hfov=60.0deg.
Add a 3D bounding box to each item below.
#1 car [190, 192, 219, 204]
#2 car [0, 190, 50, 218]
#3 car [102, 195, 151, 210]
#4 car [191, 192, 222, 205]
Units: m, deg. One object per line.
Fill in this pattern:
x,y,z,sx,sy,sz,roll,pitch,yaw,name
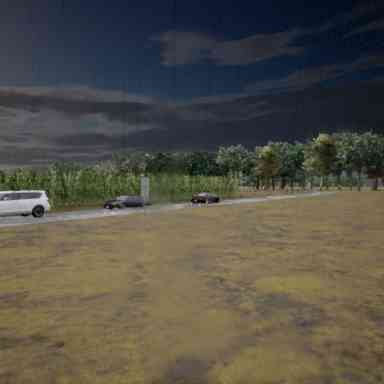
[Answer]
1.726,0.789,45.507,1.994,1.385,4.181,0,1,35,car
-13.247,0.930,24.309,2.150,2.045,5.566,0,1,35,car
-6.519,1.037,33.852,2.033,1.411,5.357,0,1,35,car
1.834,0.780,40.582,1.882,1.535,5.008,0,1,35,car
